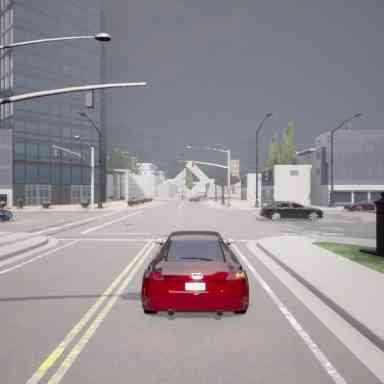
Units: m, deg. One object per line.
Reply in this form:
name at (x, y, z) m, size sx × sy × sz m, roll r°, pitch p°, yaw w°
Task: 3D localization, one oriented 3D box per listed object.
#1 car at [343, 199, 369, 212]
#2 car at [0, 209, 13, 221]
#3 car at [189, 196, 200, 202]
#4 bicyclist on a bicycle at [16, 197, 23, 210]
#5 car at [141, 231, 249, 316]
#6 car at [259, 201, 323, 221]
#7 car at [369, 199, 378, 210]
car at (19.833, 1.502, 37.071) m, size 5.357 × 1.411 × 2.033 m, roll 0°, pitch 0°, yaw -1°
car at (-16.564, 1.635, 26.040) m, size 4.674 × 1.442 × 1.812 m, roll -1°, pitch 0°, yaw 0°
car at (0.661, 1.595, 76.958) m, size 1.895 × 1.301 × 4.718 m, roll 0°, pitch 0°, yaw 12°
bicyclist on a bicycle at (-22.017, 1.466, 42.488) m, size 0.582 × 1.620 × 1.656 m, roll -1°, pitch 0°, yaw 0°
car at (0.067, 1.564, 7.616) m, size 1.994 × 1.385 × 4.181 m, roll 0°, pitch 0°, yaw 0°
car at (7.806, 1.503, 26.260) m, size 4.892 × 1.490 × 1.837 m, roll 0°, pitch 0°, yaw 0°
car at (21.510, 1.167, 33.568) m, size 5.566 × 2.045 × 2.150 m, roll 0°, pitch 0°, yaw 0°
